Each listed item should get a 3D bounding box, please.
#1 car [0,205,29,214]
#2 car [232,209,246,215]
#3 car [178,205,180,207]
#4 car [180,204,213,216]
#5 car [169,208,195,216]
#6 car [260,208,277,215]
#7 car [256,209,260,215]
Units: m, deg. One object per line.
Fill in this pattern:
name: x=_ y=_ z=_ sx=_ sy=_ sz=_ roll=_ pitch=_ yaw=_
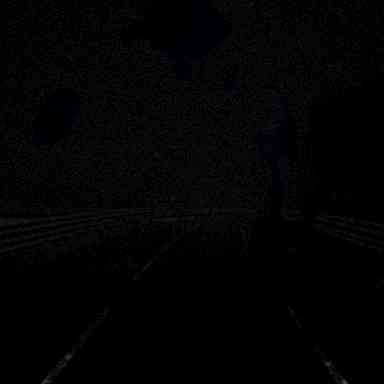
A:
car: x=-25.780 y=2.607 z=46.952 sx=4.892 sy=1.490 sz=1.837 roll=2 pitch=-4 yaw=-24
car: x=11.309 y=4.746 z=79.433 sx=2.128 sy=1.511 sz=4.902 roll=-2 pitch=-4 yaw=33
car: x=-0.342 y=3.331 z=60.871 sx=5.566 sy=2.045 sz=2.150 roll=3 pitch=-4 yaw=-42
car: x=1.166 y=3.143 z=57.531 sx=5.566 sy=2.045 sz=2.150 roll=3 pitch=-4 yaw=-42
car: x=-1.874 y=3.789 z=64.241 sx=4.902 sy=1.511 sz=2.128 roll=3 pitch=-4 yaw=-43
car: x=18.169 y=4.475 z=77.055 sx=2.097 sy=1.767 sz=4.553 roll=-2 pitch=-4 yaw=33
car: x=17.437 y=4.917 z=82.351 sx=1.837 sy=1.490 sz=4.892 roll=-2 pitch=-4 yaw=31
